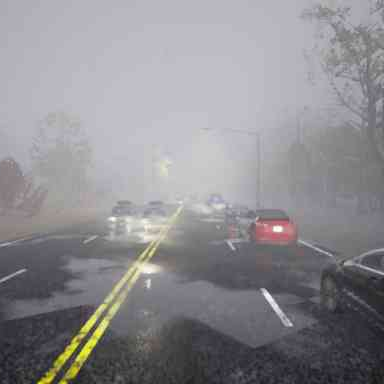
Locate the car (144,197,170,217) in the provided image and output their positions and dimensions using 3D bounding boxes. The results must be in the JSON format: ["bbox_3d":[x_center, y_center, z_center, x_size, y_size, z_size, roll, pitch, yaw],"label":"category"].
[{"bbox_3d":[-3.314,1.509,30.879,1.812,1.442,4.674,0,0,0],"label":"car"}]

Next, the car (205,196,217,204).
[{"bbox_3d":[3.369,1.398,58.910,1.812,1.442,4.674,0,0,1],"label":"car"}]

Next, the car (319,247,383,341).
[{"bbox_3d":[3.381,1.446,4.530,2.128,1.511,4.902,1,0,0],"label":"car"}]

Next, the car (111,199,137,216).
[{"bbox_3d":[-6.561,1.496,32.542,1.837,1.490,4.892,0,0,0],"label":"car"}]

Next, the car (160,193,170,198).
[{"bbox_3d":[-6.166,1.122,74.823,2.097,1.767,4.553,0,0,1],"label":"car"}]

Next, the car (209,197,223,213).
[{"bbox_3d":[3.291,1.527,36.974,1.895,1.301,4.718,0,1,0],"label":"car"}]

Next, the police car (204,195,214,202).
[{"bbox_3d":[3.499,1.341,69.877,2.038,1.542,4.974,0,0,1],"label":"police car"}]

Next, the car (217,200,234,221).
[{"bbox_3d":[3.287,1.537,25.978,1.895,1.301,4.718,1,0,0],"label":"car"}]

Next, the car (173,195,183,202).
[{"bbox_3d":[-2.956,1.404,72.502,2.033,1.411,5.357,0,0,1],"label":"car"}]

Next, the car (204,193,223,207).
[{"bbox_3d":[3.306,1.123,47.975,2.150,2.045,5.566,0,0,0],"label":"car"}]

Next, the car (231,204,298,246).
[{"bbox_3d":[3.263,1.466,14.982,2.163,1.488,4.792,0,0,0],"label":"car"}]

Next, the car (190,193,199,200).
[{"bbox_3d":[0.426,1.221,79.712,2.033,1.411,5.357,0,0,1],"label":"car"}]
